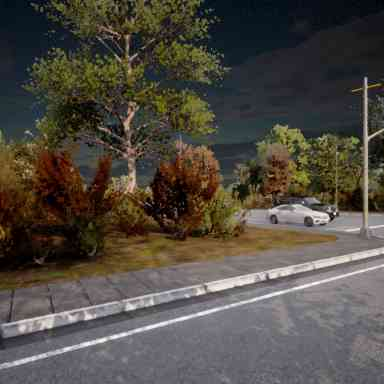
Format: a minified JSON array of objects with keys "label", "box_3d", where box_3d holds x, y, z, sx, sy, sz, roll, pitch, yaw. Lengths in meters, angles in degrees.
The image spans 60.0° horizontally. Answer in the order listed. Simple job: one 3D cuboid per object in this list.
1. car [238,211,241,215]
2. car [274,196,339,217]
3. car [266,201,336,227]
[{"label":"car","box_3d":[2.854,1.589,34.535,2.097,1.767,4.553,0,-1,-42]},{"label":"car","box_3d":[9.084,1.316,27.263,2.150,2.045,5.566,0,-1,-37]},{"label":"car","box_3d":[7.401,1.600,23.669,1.812,1.442,4.674,0,-1,-38]}]
